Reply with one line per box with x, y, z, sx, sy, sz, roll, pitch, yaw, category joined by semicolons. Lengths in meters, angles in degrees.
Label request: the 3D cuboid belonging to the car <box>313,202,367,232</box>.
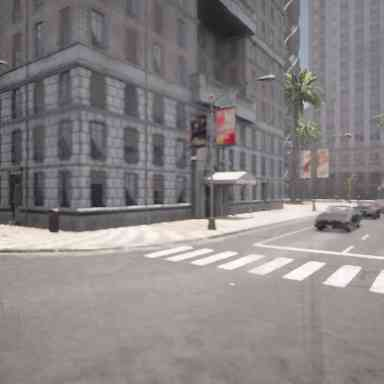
9.073;1.548;20.457;2.033;1.411;5.357;0;0;35;car

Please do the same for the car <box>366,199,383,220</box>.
14.862;1.565;28.607;1.994;1.385;4.181;0;0;36;car
